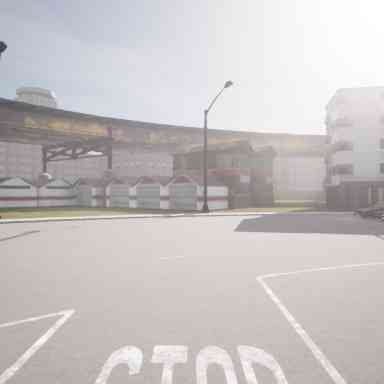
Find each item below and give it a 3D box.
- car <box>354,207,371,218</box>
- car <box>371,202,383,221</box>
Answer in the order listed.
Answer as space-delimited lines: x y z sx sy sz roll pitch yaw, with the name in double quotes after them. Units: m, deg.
16.461 1.548 27.592 5.357 1.411 2.033 0 0 1 "car"
16.048 1.601 24.089 4.718 1.301 1.895 0 0 1 "car"
